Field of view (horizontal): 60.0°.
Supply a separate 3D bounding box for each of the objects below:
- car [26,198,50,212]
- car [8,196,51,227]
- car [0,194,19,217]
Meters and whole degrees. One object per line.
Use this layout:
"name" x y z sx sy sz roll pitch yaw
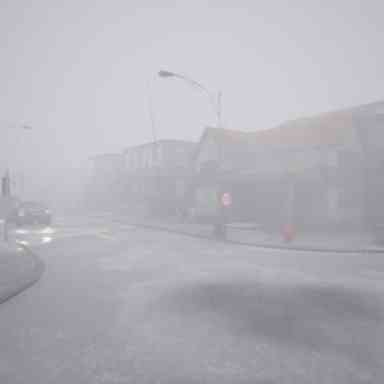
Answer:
"car" -19.469 1.565 41.943 1.882 1.535 5.008 1 0 -35
"car" -11.453 1.396 23.452 2.097 1.767 4.553 1 0 -36
"car" -17.640 1.264 32.160 2.150 2.045 5.566 1 0 -35
